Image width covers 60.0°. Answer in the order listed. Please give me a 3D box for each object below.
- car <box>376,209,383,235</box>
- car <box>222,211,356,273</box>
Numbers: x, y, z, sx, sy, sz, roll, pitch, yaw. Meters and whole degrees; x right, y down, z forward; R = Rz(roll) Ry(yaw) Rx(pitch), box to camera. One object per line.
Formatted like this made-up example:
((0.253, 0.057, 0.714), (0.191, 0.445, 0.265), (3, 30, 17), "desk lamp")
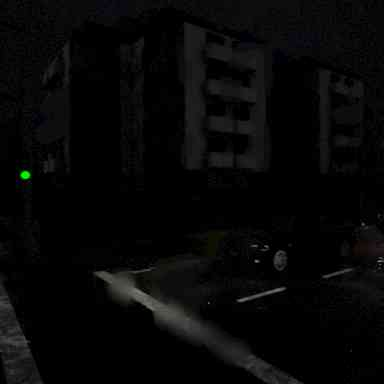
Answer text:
((11.375, 1.065, 16.250), (5.566, 2.045, 2.150), (-1, 0, -32), "car")
((3.202, 1.411, 10.610), (5.008, 1.535, 1.882), (-1, 0, -34), "car")
